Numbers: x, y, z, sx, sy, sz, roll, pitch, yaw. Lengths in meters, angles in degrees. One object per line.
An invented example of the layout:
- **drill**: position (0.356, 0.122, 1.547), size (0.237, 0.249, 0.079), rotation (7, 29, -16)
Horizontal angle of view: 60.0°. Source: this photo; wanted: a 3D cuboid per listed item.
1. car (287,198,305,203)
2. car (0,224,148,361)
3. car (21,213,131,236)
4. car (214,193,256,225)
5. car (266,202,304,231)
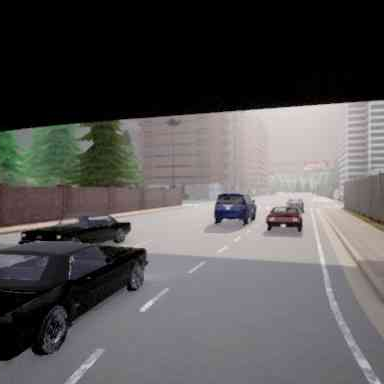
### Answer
- **car**: position (10.721, 1.364, 34.666), size (2.033, 1.411, 5.357), rotation (0, 0, 19)
- **car**: position (-2.439, 1.569, 6.104), size (1.895, 1.301, 4.718), rotation (0, 0, 14)
- **car**: position (-4.295, 1.534, 13.003), size (1.895, 1.301, 4.718), rotation (0, 0, 19)
- **car**: position (3.121, 1.100, 23.336), size (2.150, 2.045, 5.566), rotation (0, 0, 19)
- **car**: position (5.620, 1.496, 19.880), size (1.895, 1.301, 4.718), rotation (0, 0, 19)
